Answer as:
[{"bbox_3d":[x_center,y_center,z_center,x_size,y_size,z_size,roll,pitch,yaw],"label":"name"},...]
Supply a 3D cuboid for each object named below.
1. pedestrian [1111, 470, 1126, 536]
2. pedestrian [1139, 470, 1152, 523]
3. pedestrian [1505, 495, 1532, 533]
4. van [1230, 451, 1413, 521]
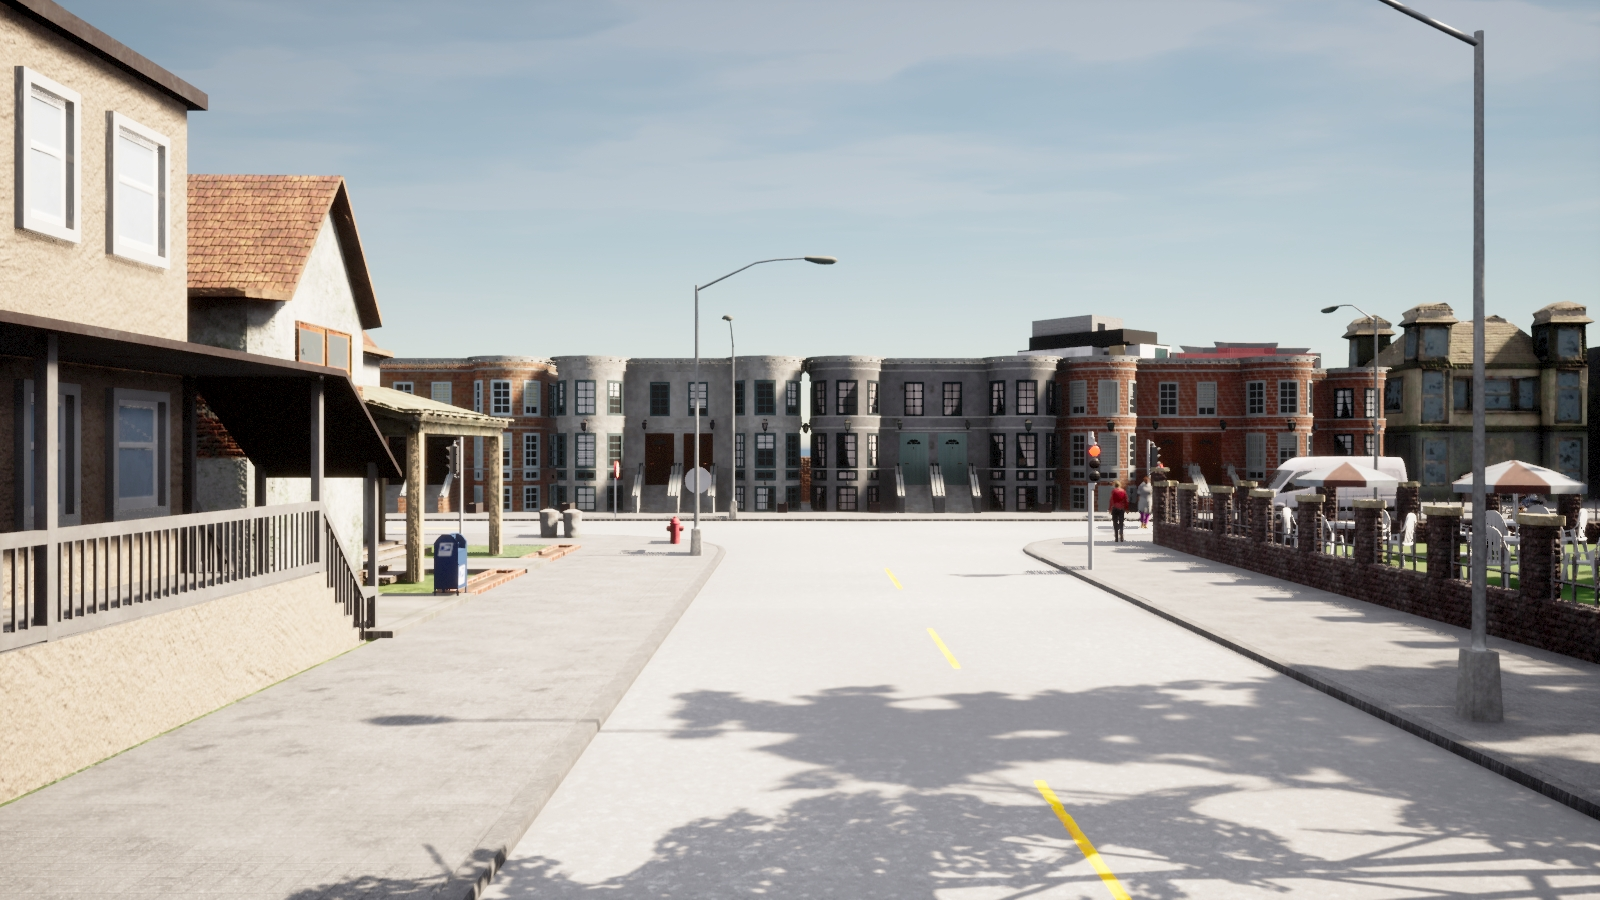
[{"bbox_3d":[9.130,1.516,32.758,0.375,1.860,0.375,0,0,5],"label":"pedestrian"},{"bbox_3d":[12.231,1.629,40.444,0.375,1.860,0.375,0,0,9],"label":"pedestrian"},{"bbox_3d":[21.359,1.898,33.983,0.500,1.100,0.500,0,0,3],"label":"pedestrian"},{"bbox_3d":[19.441,1.315,42.743,5.915,2.561,1.988,0,0,0],"label":"van"}]
